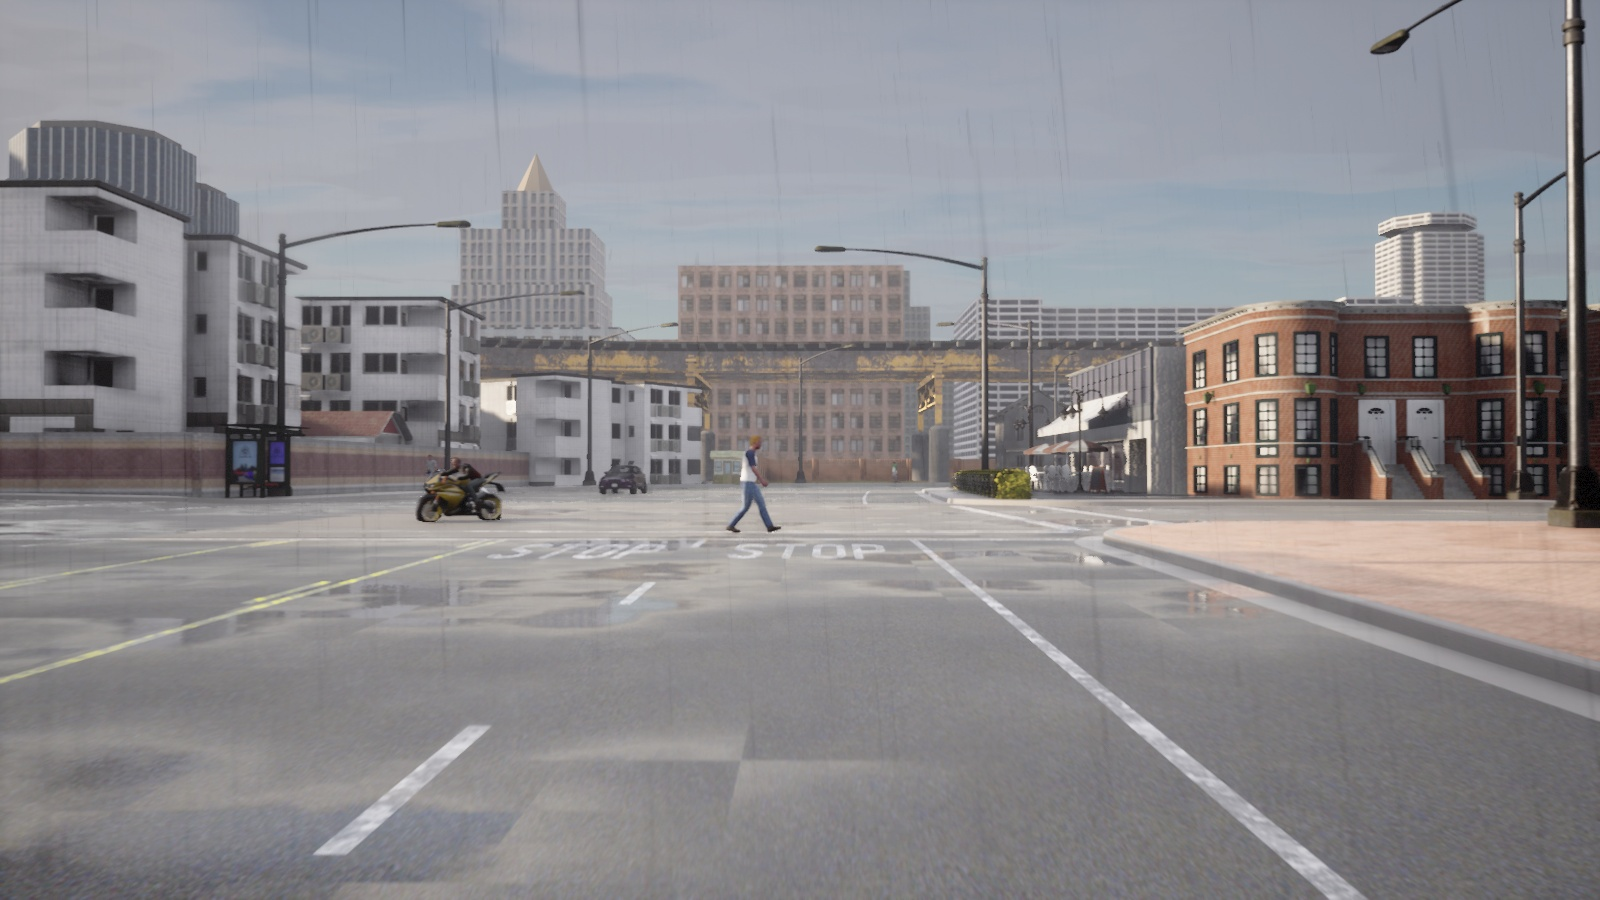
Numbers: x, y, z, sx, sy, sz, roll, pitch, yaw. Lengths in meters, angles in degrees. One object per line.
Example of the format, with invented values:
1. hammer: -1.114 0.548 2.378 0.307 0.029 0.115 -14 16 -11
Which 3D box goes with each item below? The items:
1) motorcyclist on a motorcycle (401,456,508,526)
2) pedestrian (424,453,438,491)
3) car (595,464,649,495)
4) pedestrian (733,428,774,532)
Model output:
1. motorcyclist on a motorcycle: -7.876 0.926 28.713 0.866 1.530 2.191 1 0 44
2. pedestrian: -17.844 1.056 60.700 0.354 1.836 0.706 0 -1 13
3. car: -8.913 1.466 63.146 1.816 1.474 4.193 0 -1 4
4. pedestrian: -0.823 0.534 22.342 0.706 1.836 0.354 0 -1 3
